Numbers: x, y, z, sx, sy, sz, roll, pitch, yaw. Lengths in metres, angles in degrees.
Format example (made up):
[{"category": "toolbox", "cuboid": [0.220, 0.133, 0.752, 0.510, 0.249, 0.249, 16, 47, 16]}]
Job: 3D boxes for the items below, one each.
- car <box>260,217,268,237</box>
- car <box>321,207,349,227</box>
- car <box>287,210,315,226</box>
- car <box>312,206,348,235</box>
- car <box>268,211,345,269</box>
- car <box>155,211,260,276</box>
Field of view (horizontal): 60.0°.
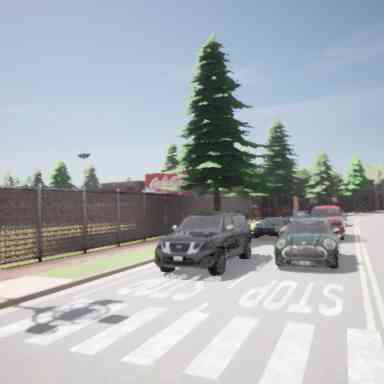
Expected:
[{"category": "car", "cuboid": [5.829, 2.454, 23.592, 2.033, 1.411, 5.357, -3, -3, 25]}, {"category": "car", "cuboid": [13.896, 2.384, 32.194, 2.097, 1.767, 4.553, -3, -3, 26]}, {"category": "car", "cuboid": [11.819, 2.761, 35.852, 2.128, 1.511, 4.902, -3, -3, 27]}, {"category": "car", "cuboid": [8.769, 1.943, 21.669, 2.150, 2.045, 5.566, -3, -3, 26]}, {"category": "car", "cuboid": [4.640, 1.813, 13.010, 2.097, 1.767, 4.553, -3, -3, 25]}, {"category": "car", "cuboid": [0.731, 1.808, 12.956, 2.150, 2.045, 5.566, -3, -3, 25]}]
